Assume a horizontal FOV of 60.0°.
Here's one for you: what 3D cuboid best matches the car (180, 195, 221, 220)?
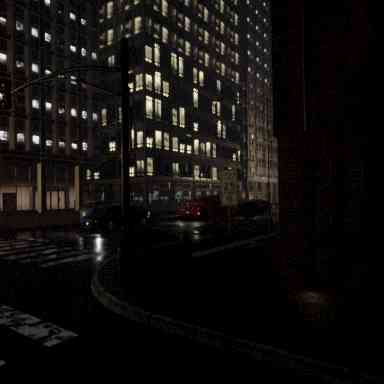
[{"bbox_3d":[1.256,1.307,29.115,2.150,2.045,5.566,-1,-1,36],"label":"car"}]

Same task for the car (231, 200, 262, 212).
[{"bbox_3d":[6.851,1.689,41.370,1.752,1.417,4.829,-2,-1,36],"label":"car"}]

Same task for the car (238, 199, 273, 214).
[{"bbox_3d":[7.261,1.584,37.477,1.882,1.535,5.008,-1,-1,36],"label":"car"}]

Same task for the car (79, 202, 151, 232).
[{"bbox_3d":[-4.633,1.571,20.925,1.837,1.490,4.892,-1,-1,33],"label":"car"}]

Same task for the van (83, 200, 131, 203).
[{"bbox_3d":[-5.980,1.460,23.458,1.690,1.788,3.998,-2,-1,36],"label":"van"}]

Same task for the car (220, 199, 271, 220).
[{"bbox_3d":[4.711,1.503,28.437,1.882,1.535,5.008,-1,-1,36],"label":"car"}]
